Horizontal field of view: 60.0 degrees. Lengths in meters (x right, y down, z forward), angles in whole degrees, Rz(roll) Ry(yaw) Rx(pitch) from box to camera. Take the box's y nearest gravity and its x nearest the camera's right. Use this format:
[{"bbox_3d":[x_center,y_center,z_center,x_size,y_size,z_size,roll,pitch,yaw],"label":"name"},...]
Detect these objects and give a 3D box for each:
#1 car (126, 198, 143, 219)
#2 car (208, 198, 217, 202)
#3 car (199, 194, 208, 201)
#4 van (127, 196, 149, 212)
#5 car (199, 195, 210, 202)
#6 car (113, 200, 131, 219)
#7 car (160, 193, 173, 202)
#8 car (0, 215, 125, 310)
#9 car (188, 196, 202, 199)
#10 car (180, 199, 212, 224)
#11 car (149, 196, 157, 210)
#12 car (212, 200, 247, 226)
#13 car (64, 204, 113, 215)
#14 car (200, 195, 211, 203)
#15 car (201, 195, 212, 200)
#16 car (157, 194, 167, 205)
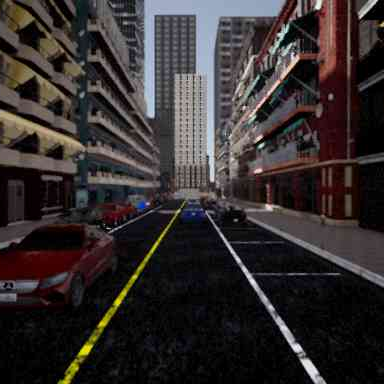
[{"bbox_3d":[-5.696,1.466,28.231,1.887,1.381,4.507,-1,0,0],"label":"car"},{"bbox_3d":[2.685,1.472,28.217,2.008,1.369,4.403,-1,0,0],"label":"car"},{"bbox_3d":[2.689,1.323,78.097,1.752,1.417,4.829,-1,0,0],"label":"car"},{"bbox_3d":[-5.698,1.247,33.754,1.690,1.788,3.998,-1,0,0],"label":"van"},{"bbox_3d":[2.689,1.362,72.404,2.008,1.369,4.403,-1,0,0],"label":"car"},{"bbox_3d":[-5.696,1.481,22.707,1.887,1.381,4.507,0,0,0],"label":"car"},{"bbox_3d":[-5.695,1.139,66.894,2.192,1.841,5.009,-1,0,0],"label":"car"},{"bbox_3d":[-3.049,1.503,7.878,1.812,1.442,4.674,0,0,1],"label":"car"},{"bbox_3d":[0.104,1.477,45.590,1.895,1.301,4.718,0,0,0],"label":"car"},{"bbox_3d":[0.100,1.479,24.145,2.033,1.411,5.357,0,0,0],"label":"car"},{"bbox_3d":[-5.696,1.332,39.278,1.967,1.590,4.097,-1,0,0],"label":"car"},{"bbox_3d":[2.684,1.487,22.693,2.008,1.369,4.403,-1,0,0],"label":"car"},{"bbox_3d":[-5.697,1.517,17.183,1.947,1.339,4.313,0,0,0],"label":"car"},{"bbox_3d":[2.688,1.369,66.880,1.887,1.381,4.507,-1,0,0],"label":"car"},{"bbox_3d":[2.686,1.428,44.787,2.008,1.369,4.403,-1,0,0],"label":"car"},{"bbox_3d":[-5.694,1.416,55.849,1.947,1.339,4.313,-1,0,0],"label":"car"}]
